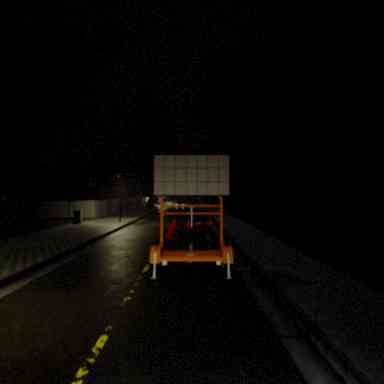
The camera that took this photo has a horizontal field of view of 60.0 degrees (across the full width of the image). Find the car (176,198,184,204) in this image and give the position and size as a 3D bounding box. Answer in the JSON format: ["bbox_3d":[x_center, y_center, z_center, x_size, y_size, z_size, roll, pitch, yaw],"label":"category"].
[{"bbox_3d":[-2.844,2.149,79.226,1.837,1.490,4.892,0,-1,0],"label":"car"}]

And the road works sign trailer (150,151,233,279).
[{"bbox_3d":[-0.012,0.542,10.294,2.380,3.560,2.880,0,0,0],"label":"road works sign trailer"}]
